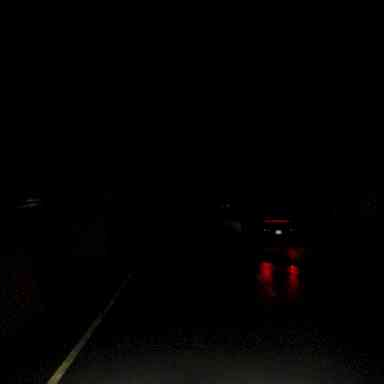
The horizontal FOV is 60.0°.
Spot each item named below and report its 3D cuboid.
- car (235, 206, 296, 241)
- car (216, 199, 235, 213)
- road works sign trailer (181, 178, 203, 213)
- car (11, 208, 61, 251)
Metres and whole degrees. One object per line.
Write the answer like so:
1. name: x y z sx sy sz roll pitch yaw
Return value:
1. car: 3.600 1.440 16.234 2.128 1.511 4.902 0 0 0
2. car: 3.599 1.435 35.919 2.033 1.411 5.357 0 0 0
3. road works sign trailer: -0.001 0.356 34.778 2.380 3.560 2.880 0 0 0
4. car: -7.101 1.448 13.838 2.128 1.511 4.902 0 0 0
